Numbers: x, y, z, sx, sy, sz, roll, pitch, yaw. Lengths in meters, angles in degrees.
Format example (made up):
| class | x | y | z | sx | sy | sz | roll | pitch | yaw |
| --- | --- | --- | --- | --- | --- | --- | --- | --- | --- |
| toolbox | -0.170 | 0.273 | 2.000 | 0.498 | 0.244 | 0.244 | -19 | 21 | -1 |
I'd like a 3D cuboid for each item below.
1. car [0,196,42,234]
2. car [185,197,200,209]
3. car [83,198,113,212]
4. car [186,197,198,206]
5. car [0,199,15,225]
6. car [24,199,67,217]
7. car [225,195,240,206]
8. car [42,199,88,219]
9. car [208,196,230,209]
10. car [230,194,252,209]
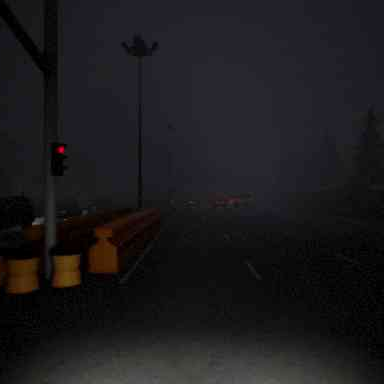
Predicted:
| class | x | y | z | sx | sy | sz | roll | pitch | yaw |
| --- | --- | --- | --- | --- | --- | --- | --- | --- | --- |
| car | -10.607 | 1.230 | 18.054 | 2.150 | 2.045 | 5.566 | 0 | 0 | 0 |
| car | 0.112 | 1.524 | 45.408 | 1.837 | 1.490 | 4.892 | 0 | 0 | 0 |
| car | -10.551 | 1.508 | 38.481 | 2.128 | 1.511 | 4.902 | 0 | 0 | 0 |
| car | 0.015 | 1.587 | 55.480 | 1.994 | 1.385 | 4.181 | 0 | 0 | 0 |
| car | -14.091 | 1.362 | 22.187 | 2.097 | 1.767 | 4.553 | 0 | 0 | 0 |
| car | -14.076 | 1.492 | 32.309 | 1.882 | 1.535 | 5.008 | 0 | 0 | 0 |
| car | 7.017 | 1.376 | 57.475 | 2.097 | 1.767 | 4.553 | 0 | 0 | 1 |
| car | -10.588 | 1.538 | 27.924 | 1.812 | 1.442 | 4.674 | 0 | 0 | 0 |
| car | 3.611 | 1.524 | 45.114 | 1.837 | 1.490 | 4.892 | 0 | 0 | 0 |
| car | 7.104 | 1.241 | 47.113 | 2.150 | 2.045 | 5.566 | 0 | 0 | 0 |
